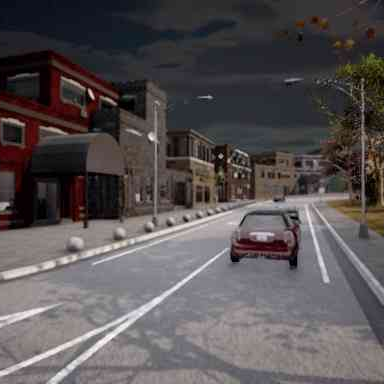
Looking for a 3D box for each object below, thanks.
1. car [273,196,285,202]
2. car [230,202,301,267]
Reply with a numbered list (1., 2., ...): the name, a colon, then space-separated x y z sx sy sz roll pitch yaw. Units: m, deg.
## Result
1. car: 17.126 1.412 65.101 2.033 1.411 5.357 0 0 22
2. car: 2.793 1.425 12.075 2.097 1.767 4.553 0 0 19
